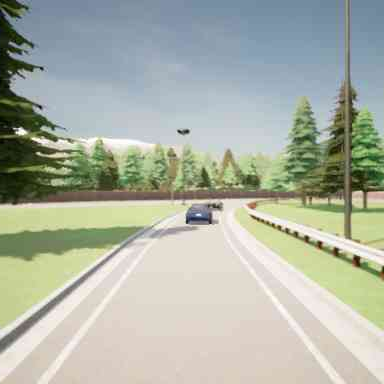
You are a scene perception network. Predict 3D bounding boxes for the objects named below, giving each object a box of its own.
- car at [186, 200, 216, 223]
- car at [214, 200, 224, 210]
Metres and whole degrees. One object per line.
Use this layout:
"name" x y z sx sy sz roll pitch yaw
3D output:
"car" 0.612 1.571 25.324 1.994 1.385 4.181 0 0 4
"car" 2.871 1.610 42.106 1.895 1.301 4.718 0 0 12
